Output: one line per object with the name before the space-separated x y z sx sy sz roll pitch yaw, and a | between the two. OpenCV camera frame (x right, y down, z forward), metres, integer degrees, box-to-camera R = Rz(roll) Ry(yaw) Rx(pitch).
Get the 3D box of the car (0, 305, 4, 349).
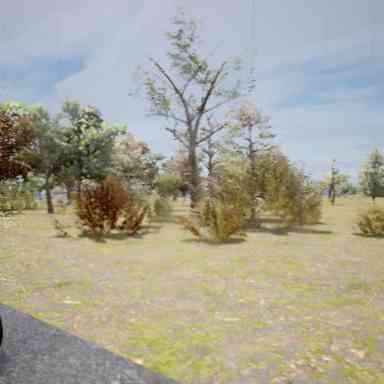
car | -4.736 1.414 4.918 4.553 1.767 2.097 -1 0 38
